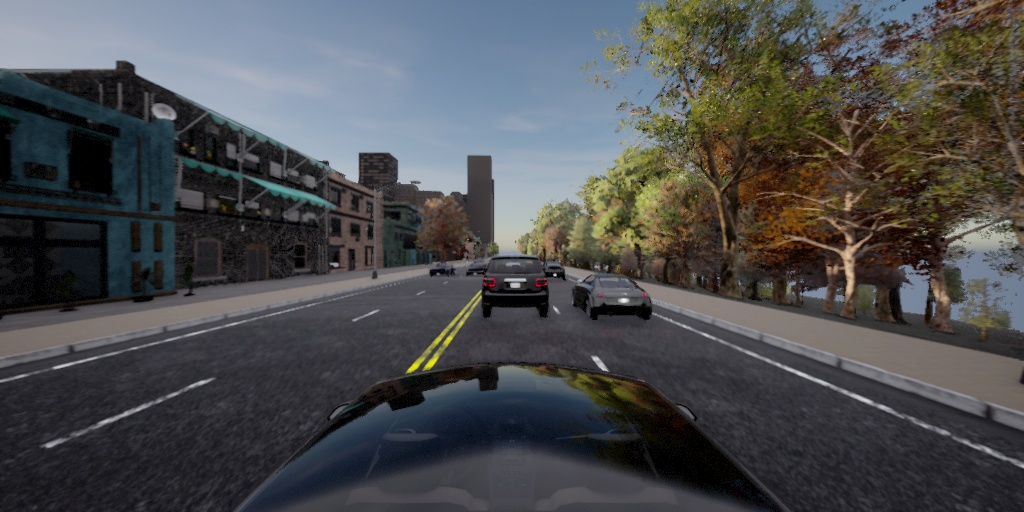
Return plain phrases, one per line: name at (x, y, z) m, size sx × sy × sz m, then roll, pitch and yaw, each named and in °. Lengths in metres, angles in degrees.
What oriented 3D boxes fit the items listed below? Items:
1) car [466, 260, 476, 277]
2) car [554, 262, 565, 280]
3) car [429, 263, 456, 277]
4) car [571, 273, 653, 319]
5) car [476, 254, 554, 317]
car at (-3.349, 1.312, 34.800) m, size 1.895 × 1.301 × 4.718 m, roll 0°, pitch 0°, yaw 0°
car at (3.348, 1.222, 30.332) m, size 1.837 × 1.490 × 4.892 m, roll 0°, pitch 0°, yaw 0°
car at (-6.598, 1.313, 34.364) m, size 1.895 × 1.301 × 4.718 m, roll 0°, pitch 0°, yaw 0°
car at (3.349, 1.301, 12.730) m, size 1.994 × 1.385 × 4.181 m, roll 0°, pitch 0°, yaw 0°
car at (0.099, 0.958, 13.325) m, size 2.150 × 2.045 × 5.566 m, roll 0°, pitch 0°, yaw 0°
